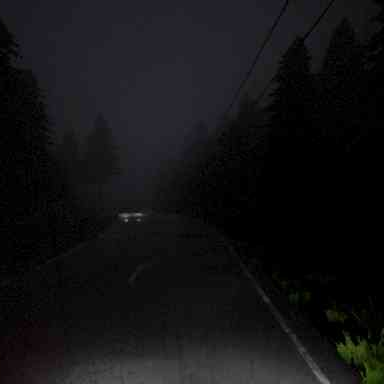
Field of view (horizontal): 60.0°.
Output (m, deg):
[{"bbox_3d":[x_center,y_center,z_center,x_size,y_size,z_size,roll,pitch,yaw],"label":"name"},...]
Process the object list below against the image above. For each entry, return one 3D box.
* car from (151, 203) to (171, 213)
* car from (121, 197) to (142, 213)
[{"bbox_3d":[-4.018,1.977,41.821,1.895,1.301,4.718,0,-1,-15],"label":"car"},{"bbox_3d":[-8.004,1.612,43.404,2.150,2.045,5.566,0,-1,-18],"label":"car"}]
